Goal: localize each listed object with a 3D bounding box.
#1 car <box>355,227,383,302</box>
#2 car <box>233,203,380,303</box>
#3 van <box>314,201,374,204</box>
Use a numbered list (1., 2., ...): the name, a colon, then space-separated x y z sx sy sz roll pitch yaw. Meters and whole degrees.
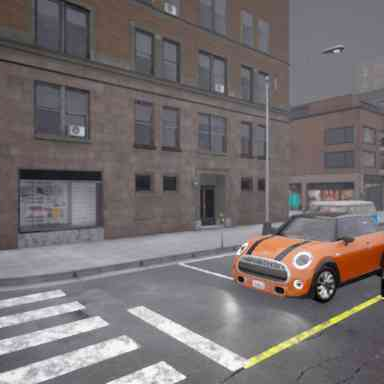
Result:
1. car: 5.368 1.465 6.373 4.902 1.511 2.128 0 0 -40
2. car: 3.131 1.317 8.269 4.553 1.767 2.097 0 0 -38
3. van: 6.410 1.274 14.251 3.998 1.788 1.690 0 0 -40
